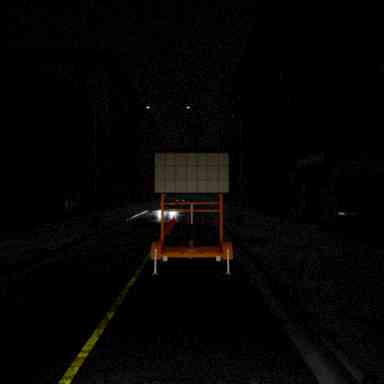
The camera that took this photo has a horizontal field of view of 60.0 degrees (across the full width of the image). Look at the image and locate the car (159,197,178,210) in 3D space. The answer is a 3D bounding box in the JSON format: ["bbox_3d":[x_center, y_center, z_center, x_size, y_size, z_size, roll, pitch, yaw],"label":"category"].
[{"bbox_3d":[-3.120,1.576,42.682,1.895,1.301,4.718,0,0,0],"label":"car"}]

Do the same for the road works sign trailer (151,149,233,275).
[{"bbox_3d":[-0.005,0.462,10.473,2.380,3.560,2.880,0,0,0],"label":"road works sign trailer"}]

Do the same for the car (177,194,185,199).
[{"bbox_3d":[-3.043,1.263,90.470,1.882,1.535,5.008,0,0,0],"label":"car"}]
